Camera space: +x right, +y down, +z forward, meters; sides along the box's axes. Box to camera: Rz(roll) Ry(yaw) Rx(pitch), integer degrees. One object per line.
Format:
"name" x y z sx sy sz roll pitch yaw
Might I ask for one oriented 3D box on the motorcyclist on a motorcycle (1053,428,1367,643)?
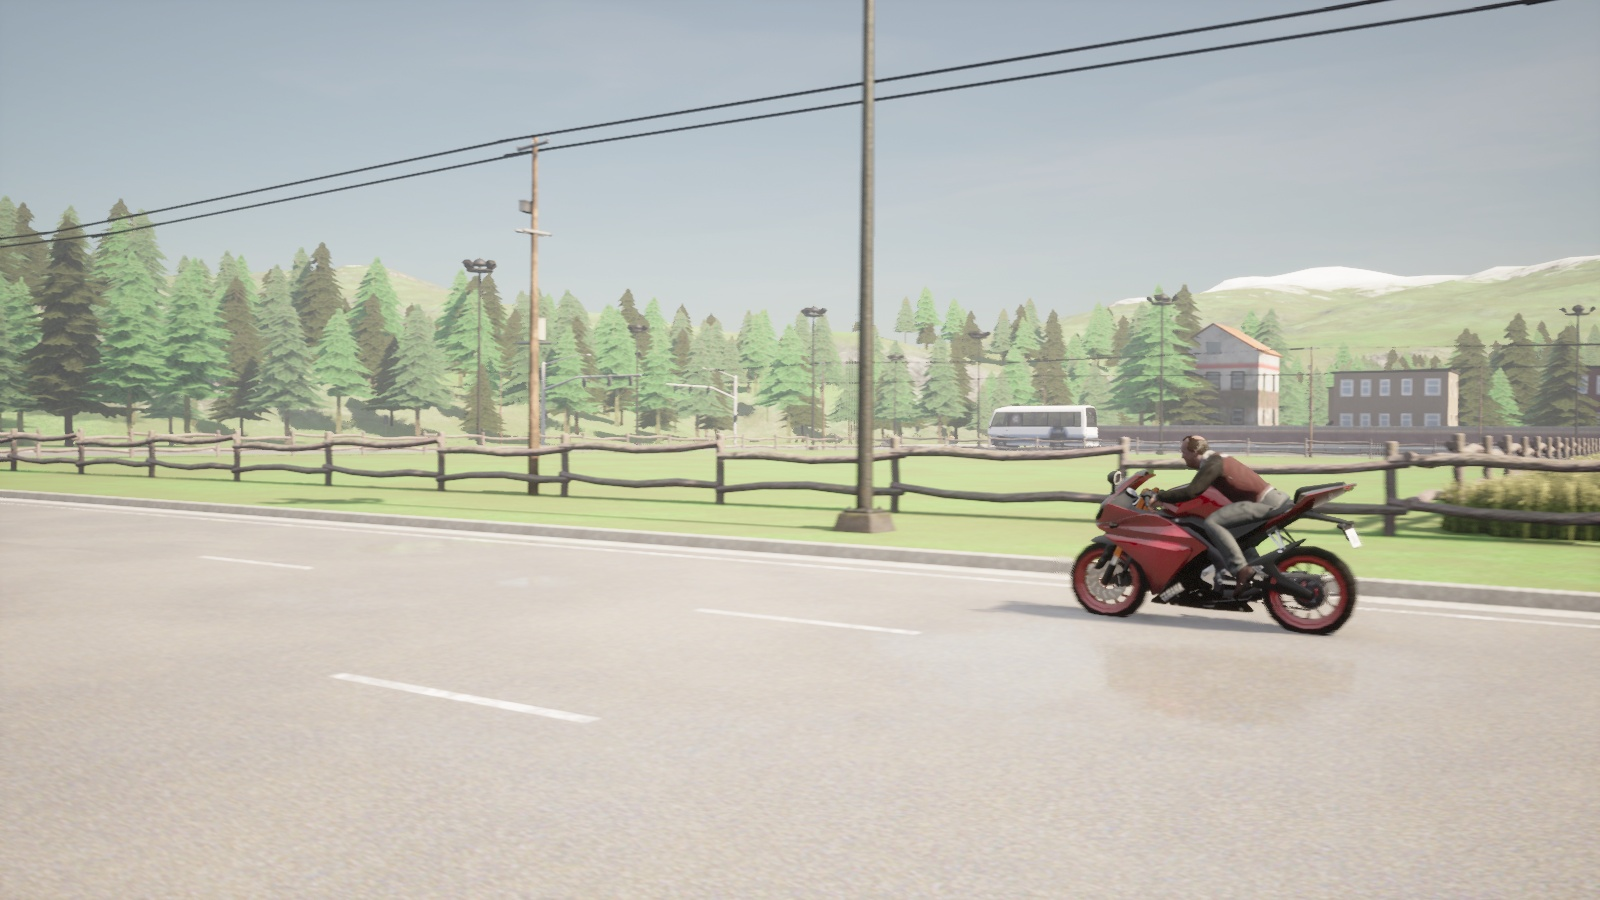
"motorcyclist on a motorcycle" 3.205 0.606 9.898 2.191 1.530 0.866 0 1 34
